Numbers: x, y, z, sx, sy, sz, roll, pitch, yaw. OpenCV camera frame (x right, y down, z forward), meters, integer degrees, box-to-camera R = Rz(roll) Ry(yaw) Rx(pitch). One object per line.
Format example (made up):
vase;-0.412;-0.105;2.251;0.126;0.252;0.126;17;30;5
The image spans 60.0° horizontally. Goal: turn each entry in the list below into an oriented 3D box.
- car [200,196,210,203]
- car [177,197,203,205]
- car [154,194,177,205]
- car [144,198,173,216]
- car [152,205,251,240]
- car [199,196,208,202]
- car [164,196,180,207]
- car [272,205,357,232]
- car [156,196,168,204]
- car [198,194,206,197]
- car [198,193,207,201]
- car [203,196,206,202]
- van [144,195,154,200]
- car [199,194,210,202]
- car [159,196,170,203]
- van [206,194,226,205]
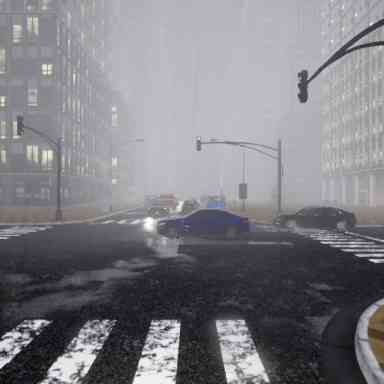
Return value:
car;2.710;1.542;69.145;1.887;1.381;4.507;0;0;0
car;-0.157;1.547;36.903;2.033;1.411;5.357;0;0;2
car;-3.179;1.221;42.925;2.150;2.045;5.566;0;0;1
car;-3.226;1.600;32.880;1.895;1.301;4.718;0;0;0
car;0.575;1.528;16.554;4.674;1.442;1.812;0;0;-1
car;2.755;1.561;80.225;1.947;1.339;4.313;0;0;0
car;-3.138;1.491;53.229;2.128;1.511;4.902;0;0;0
car;7.436;1.595;20.379;4.892;1.490;1.837;0;0;5
car;-5.692;1.564;63.639;1.947;1.339;4.313;0;0;0
car;2.689;1.313;63.606;2.192;1.841;5.009;0;0;0
car;2.778;1.309;85.764;2.192;1.841;5.009;0;0;0
car;2.623;1.544;41.452;1.887;1.381;4.507;0;0;0
van;-5.757;1.340;47.022;1.690;1.788;3.998;0;0;0
car;2.733;1.311;74.685;2.192;1.841;5.009;0;0;0
car;-5.670;1.548;69.178;2.008;1.369;4.403;0;0;0
van;2.692;1.340;35.914;1.690;1.788;3.998;0;0;0
